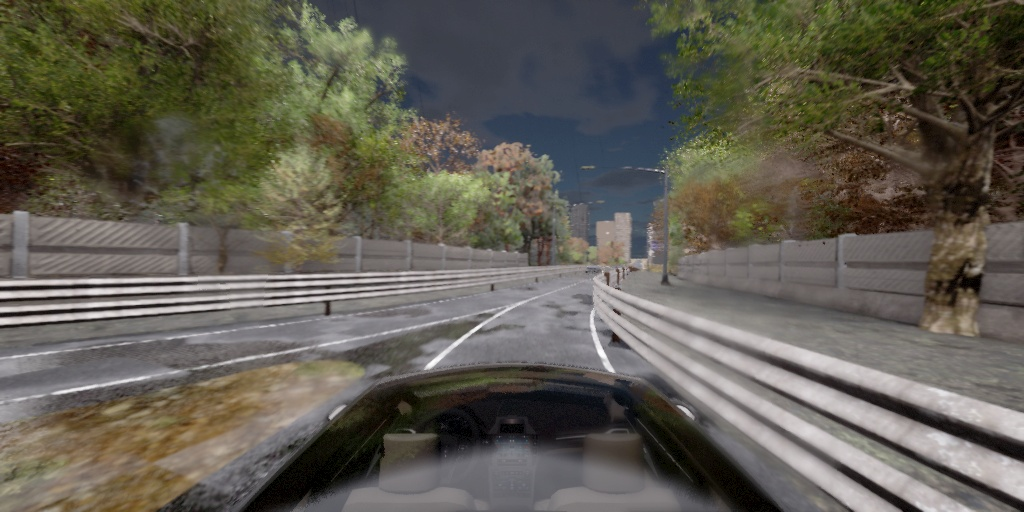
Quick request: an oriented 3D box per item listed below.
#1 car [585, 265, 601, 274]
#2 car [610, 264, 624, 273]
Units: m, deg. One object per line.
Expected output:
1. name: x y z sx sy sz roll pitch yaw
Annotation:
1. car: 12.719 2.131 55.958 2.033 1.411 5.357 1 -1 20
2. car: 16.832 2.191 57.702 2.128 1.511 4.902 1 -1 20
